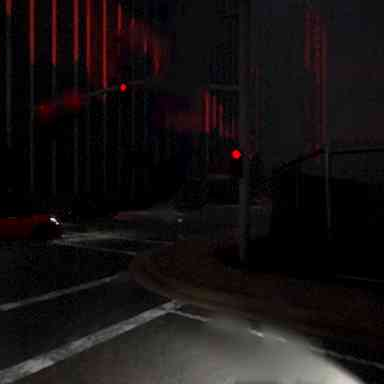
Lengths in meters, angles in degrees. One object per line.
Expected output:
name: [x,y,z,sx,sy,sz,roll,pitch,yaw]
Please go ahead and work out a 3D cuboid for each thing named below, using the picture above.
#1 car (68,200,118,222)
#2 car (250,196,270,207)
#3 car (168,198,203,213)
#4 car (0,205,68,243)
car: [-8.070,1.434,25.870,1.882,1.535,5.008,0,0,36]
car: [10.767,1.432,52.144,1.882,1.535,5.008,0,0,36]
car: [-0.620,1.460,36.307,1.837,1.490,4.892,0,0,36]
car: [-8.152,1.329,14.439,4.553,1.767,2.097,0,0,-37]
